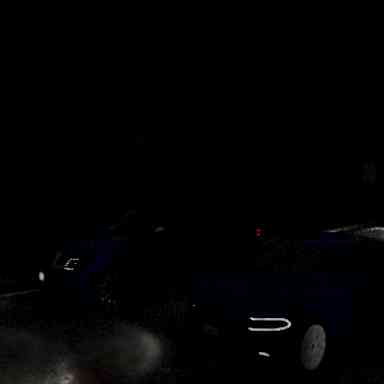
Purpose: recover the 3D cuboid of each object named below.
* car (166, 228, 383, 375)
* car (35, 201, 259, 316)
[{"bbox_3d":[2.194,1.494,5.833,5.008,1.535,1.882,0,0,-39],"label":"car"},{"bbox_3d":[-0.672,1.257,8.022,5.566,2.045,2.150,0,0,-38],"label":"car"}]
